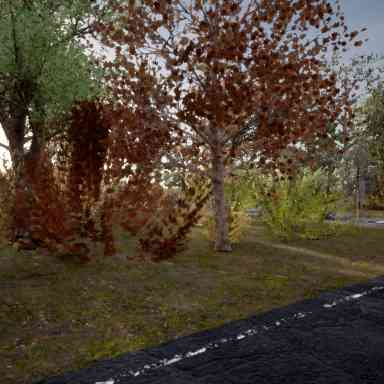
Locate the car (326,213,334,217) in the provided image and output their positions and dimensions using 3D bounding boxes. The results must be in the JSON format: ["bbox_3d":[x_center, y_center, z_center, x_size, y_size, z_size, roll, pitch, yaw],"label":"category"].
[{"bbox_3d":[9.289,1.148,27.120,2.097,1.767,4.553,-1,1,-36],"label":"car"}]
